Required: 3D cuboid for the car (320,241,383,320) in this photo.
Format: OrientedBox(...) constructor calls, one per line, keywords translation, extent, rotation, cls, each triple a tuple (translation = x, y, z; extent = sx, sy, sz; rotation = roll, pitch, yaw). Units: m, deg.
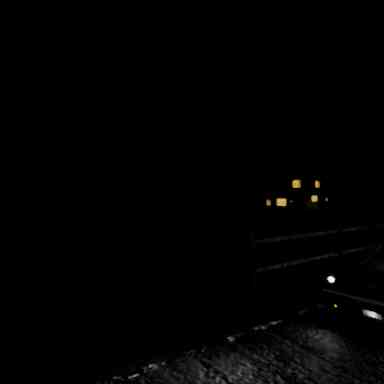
OrientedBox(translation=(4.581, 1.614, 6.576), extent=(4.718, 1.301, 1.895), rotation=(0, 0, -37), cls="car")
